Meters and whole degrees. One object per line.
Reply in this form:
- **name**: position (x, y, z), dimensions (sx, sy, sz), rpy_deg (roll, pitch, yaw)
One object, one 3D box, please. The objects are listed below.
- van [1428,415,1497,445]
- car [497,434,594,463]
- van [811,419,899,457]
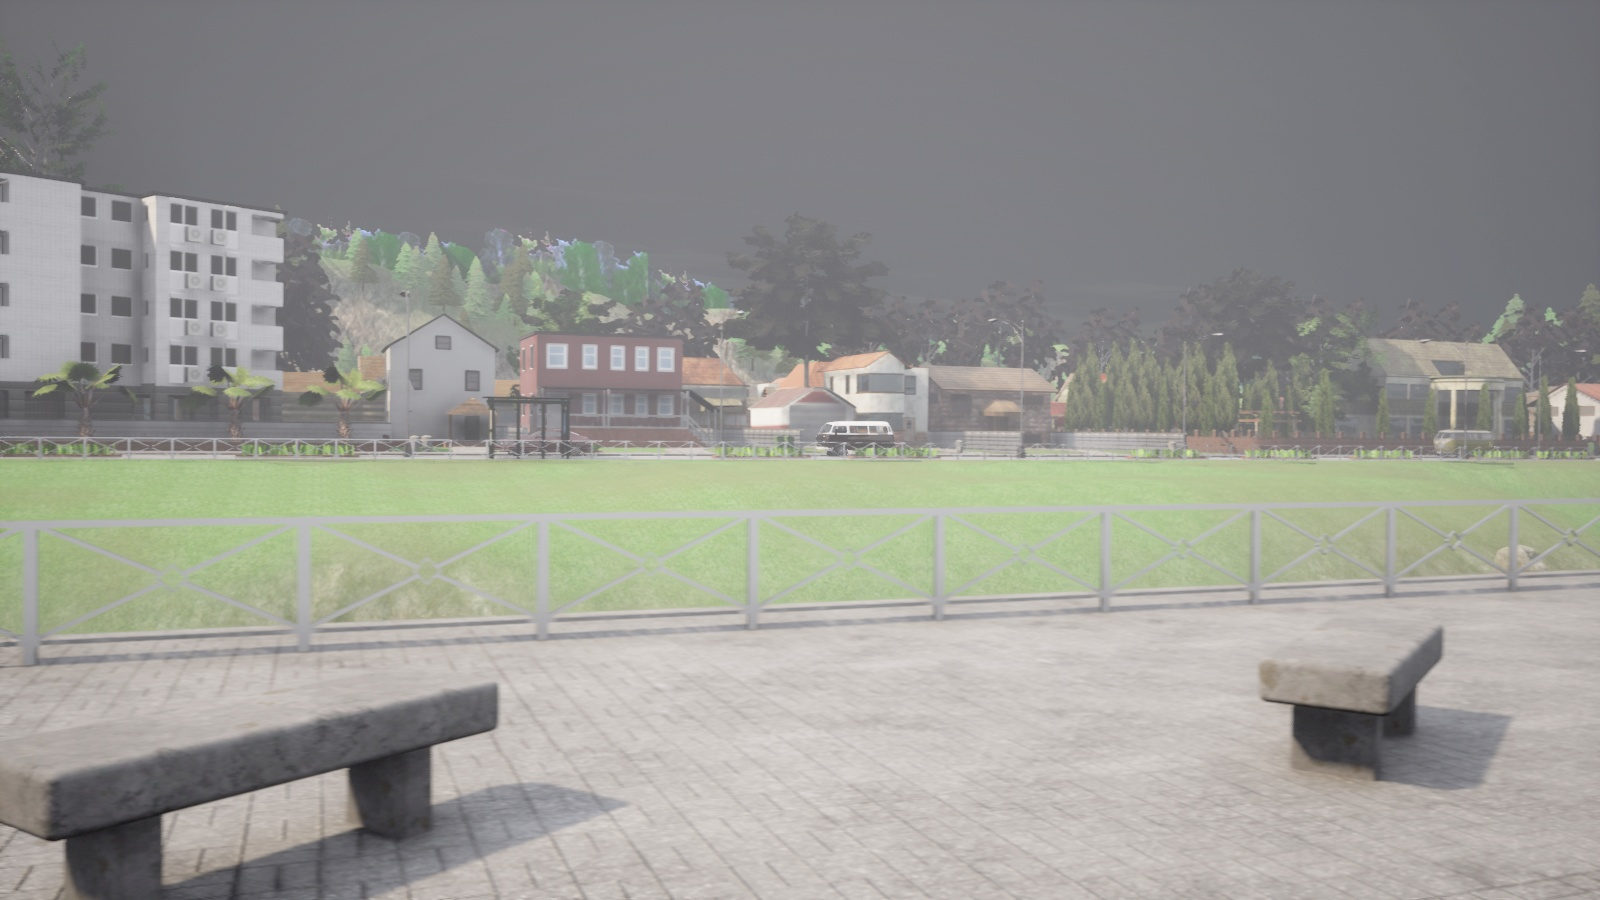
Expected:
- **van**: position (46.255, -1.410, 87.621), dimensions (4.442, 1.987, 1.775), rpy_deg (-1, 1, -21)
- **car**: position (-13.143, -0.097, 64.836), dimensions (4.674, 1.442, 1.812), rpy_deg (-1, 1, -21)
- **van**: position (3.107, -0.684, 71.067), dimensions (4.480, 2.038, 2.069), rpy_deg (-1, 1, -21)
